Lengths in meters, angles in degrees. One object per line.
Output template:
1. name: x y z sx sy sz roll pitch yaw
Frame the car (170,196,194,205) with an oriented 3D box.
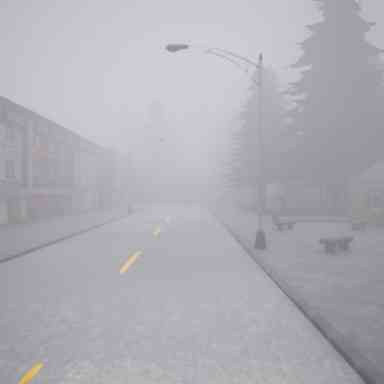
1. car: -1.641 1.521 57.352 1.837 1.490 4.892 -1 -1 40
